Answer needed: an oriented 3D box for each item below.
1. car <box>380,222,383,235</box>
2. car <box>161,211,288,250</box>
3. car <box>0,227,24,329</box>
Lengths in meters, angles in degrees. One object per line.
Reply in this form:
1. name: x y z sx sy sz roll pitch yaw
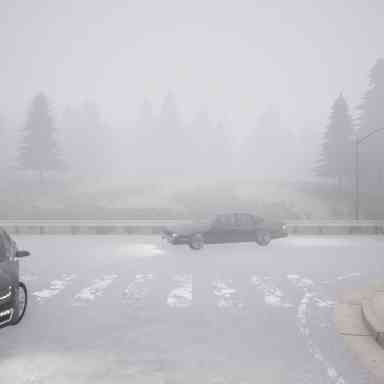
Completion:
1. car: 11.236 1.492 15.111 4.902 1.511 2.128 0 0 0
2. car: 1.457 1.547 14.231 5.357 1.411 2.033 0 0 -20
3. car: -4.458 1.505 6.589 1.837 1.490 4.892 0 0 -28
